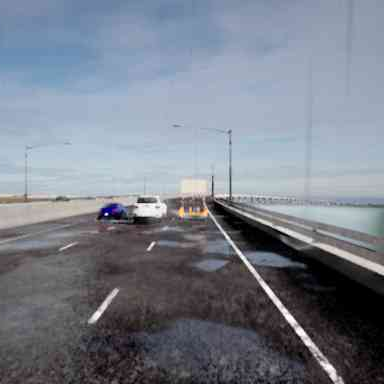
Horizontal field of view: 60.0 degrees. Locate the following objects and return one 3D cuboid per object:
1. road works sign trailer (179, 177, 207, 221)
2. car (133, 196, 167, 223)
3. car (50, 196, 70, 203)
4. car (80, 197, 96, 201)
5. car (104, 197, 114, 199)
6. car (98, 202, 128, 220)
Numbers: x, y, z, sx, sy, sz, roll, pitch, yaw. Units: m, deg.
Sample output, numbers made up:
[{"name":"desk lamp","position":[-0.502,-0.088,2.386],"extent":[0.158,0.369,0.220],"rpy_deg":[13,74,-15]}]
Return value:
[{"name":"road works sign trailer","position":[0.123,0.546,28.492],"extent":[2.380,3.560,2.880],"rpy_deg":[0,0,1]},{"name":"car","position":[-3.284,1.299,26.834],"extent":[2.150,2.045,5.566],"rpy_deg":[0,0,1]},{"name":"car","position":[-23.903,1.523,60.453],"extent":[2.097,1.767,4.553],"rpy_deg":[0,0,2]},{"name":"car","position":[-20.282,1.658,65.150],"extent":[1.882,1.535,5.008],"rpy_deg":[0,0,1]},{"name":"car","position":[-16.741,1.700,66.836],"extent":[1.812,1.442,4.674],"rpy_deg":[0,0,1]},{"name":"car","position":[-6.766,1.608,28.702],"extent":[1.812,1.442,4.674],"rpy_deg":[0,0,1]}]
